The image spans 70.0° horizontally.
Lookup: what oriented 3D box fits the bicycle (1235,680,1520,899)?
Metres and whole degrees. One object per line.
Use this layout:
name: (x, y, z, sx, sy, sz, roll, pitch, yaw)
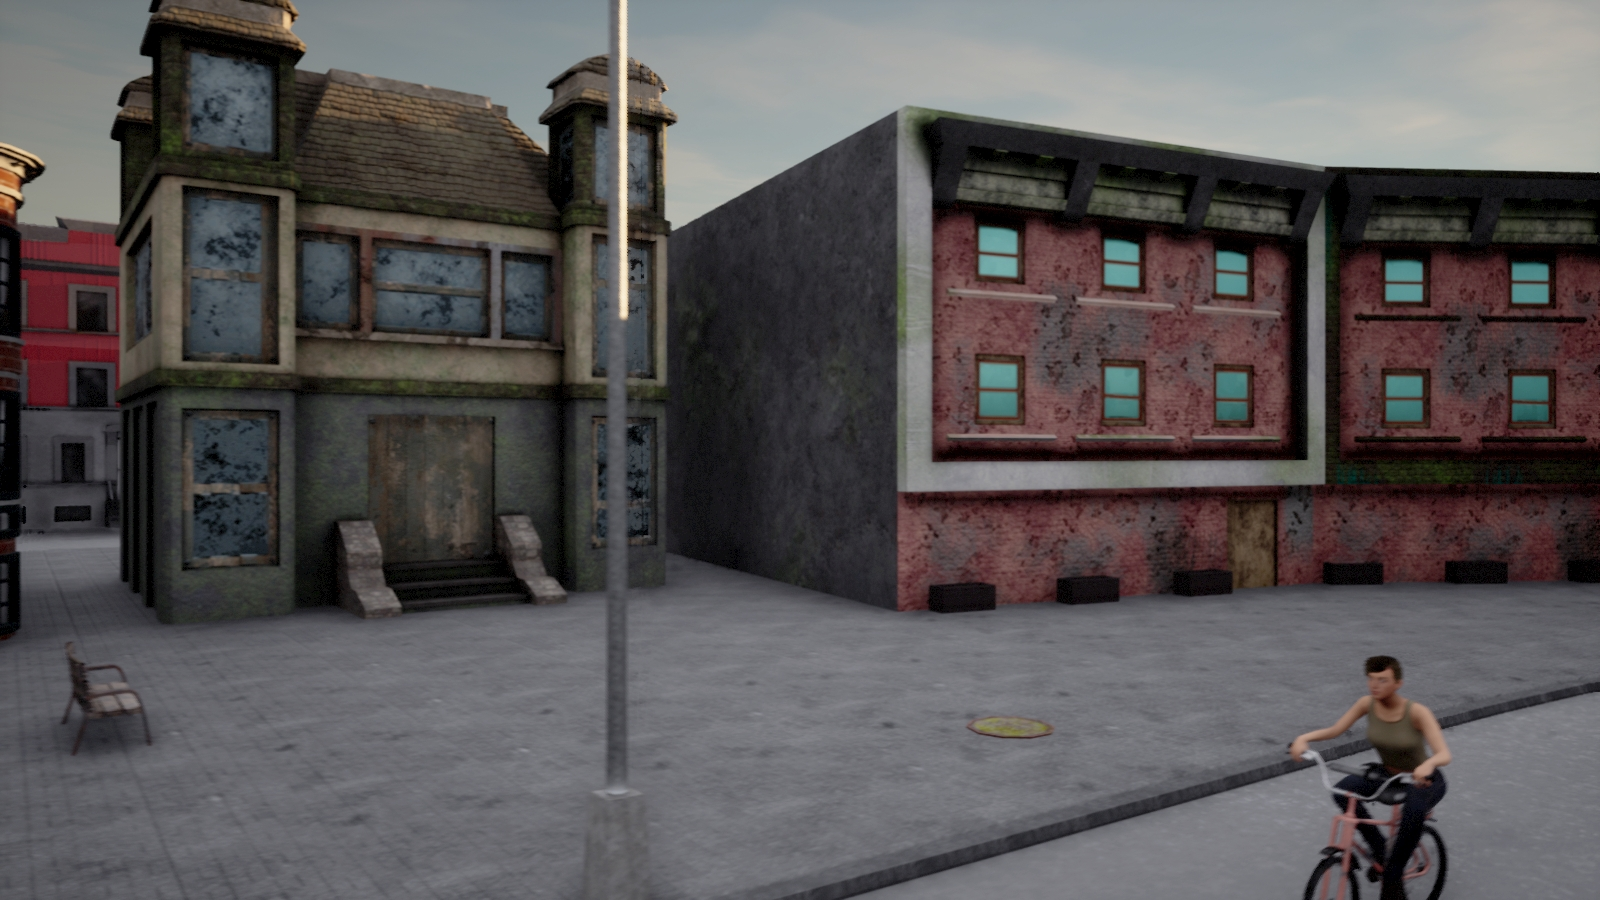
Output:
bicycle: (3.365, 2.036, 6.645, 1.487, 1.080, 0.859, 0, 0, -34)
